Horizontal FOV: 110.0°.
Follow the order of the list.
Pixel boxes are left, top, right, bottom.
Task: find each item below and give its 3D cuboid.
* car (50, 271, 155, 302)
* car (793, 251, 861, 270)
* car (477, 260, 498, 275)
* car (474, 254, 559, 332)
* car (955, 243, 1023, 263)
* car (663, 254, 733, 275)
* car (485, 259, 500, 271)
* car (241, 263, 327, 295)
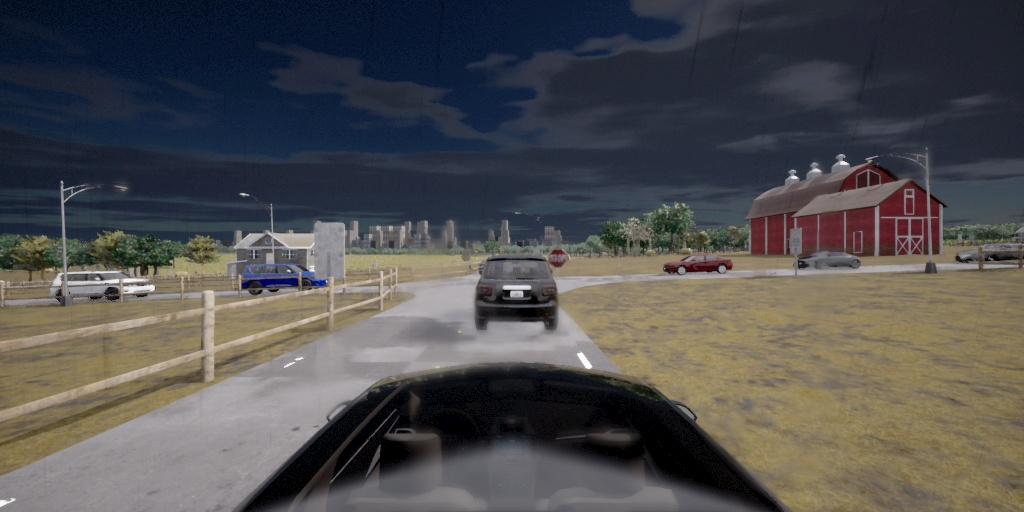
[{"bbox_3d":[-28.415,2.038,24.964,5.566,2.045,2.150,-2,0,0],"label":"car"},{"bbox_3d":[24.407,0.338,27.887,4.181,1.385,1.994,-2,0,0],"label":"car"},{"bbox_3d":[-2.734,1.252,40.582,2.128,1.511,4.902,0,0,-1],"label":"car"},{"bbox_3d":[0.123,0.974,11.063,2.150,2.045,5.566,0,0,0],"label":"car"},{"bbox_3d":[37.558,-0.209,27.869,4.902,1.511,2.128,-2,0,0],"label":"car"},{"bbox_3d":[14.366,0.624,27.893,5.008,1.535,1.882,-2,0,0],"label":"car"},{"bbox_3d":[-2.750,1.248,51.731,1.882,1.535,5.008,0,0,0],"label":"car"},{"bbox_3d":[-15.687,1.530,24.984,5.566,2.045,2.150,-2,0,-1],"label":"car"}]
